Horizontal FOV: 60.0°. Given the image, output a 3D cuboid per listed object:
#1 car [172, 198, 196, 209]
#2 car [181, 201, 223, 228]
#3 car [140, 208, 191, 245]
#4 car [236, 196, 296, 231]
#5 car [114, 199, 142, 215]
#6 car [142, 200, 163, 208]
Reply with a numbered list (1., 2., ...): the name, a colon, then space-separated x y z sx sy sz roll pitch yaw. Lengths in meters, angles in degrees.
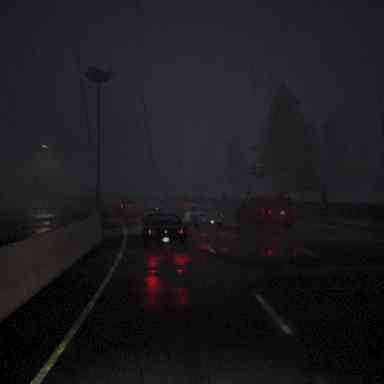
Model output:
1. car: -0.767 1.504 39.095 2.097 1.767 4.553 0 0 -22
2. car: 0.732 1.610 22.648 1.812 1.442 4.674 0 0 -13
3. car: -1.434 1.665 15.869 1.895 1.301 4.718 0 0 -9
4. car: 4.600 1.292 21.436 2.150 2.045 5.566 0 0 -11
5. car: -7.237 1.510 36.488 2.097 1.767 4.553 0 0 -21
6. car: -4.890 1.691 40.013 1.812 1.442 4.674 0 0 -22
